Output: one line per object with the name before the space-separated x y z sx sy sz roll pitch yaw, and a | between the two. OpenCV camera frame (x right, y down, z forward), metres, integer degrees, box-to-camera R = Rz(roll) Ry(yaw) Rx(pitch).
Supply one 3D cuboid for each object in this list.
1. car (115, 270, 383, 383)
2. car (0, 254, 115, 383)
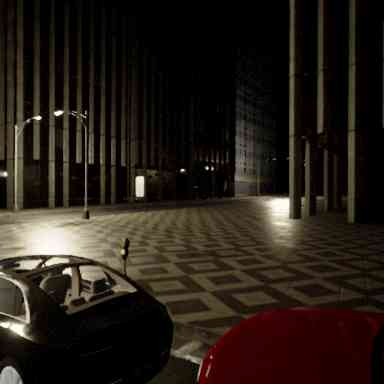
car | 2.252 1.316 1.380 5.009 1.841 2.192 0 0 35
car | -2.269 1.548 4.557 4.403 1.369 2.008 0 0 35
